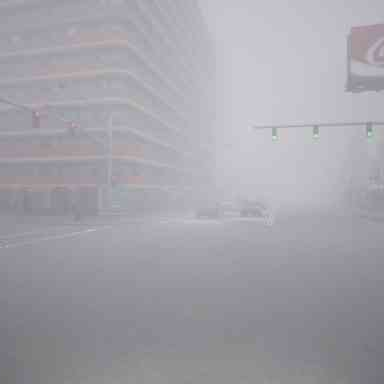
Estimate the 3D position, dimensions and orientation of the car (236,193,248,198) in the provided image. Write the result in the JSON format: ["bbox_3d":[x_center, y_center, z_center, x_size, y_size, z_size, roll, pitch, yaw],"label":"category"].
[{"bbox_3d":[8.013,1.217,54.163,2.150,2.045,5.566,0,1,15],"label":"car"}]

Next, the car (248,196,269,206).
[{"bbox_3d":[8.370,1.525,41.771,1.812,1.442,4.674,0,0,15],"label":"car"}]

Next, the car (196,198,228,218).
[{"bbox_3d":[1.694,1.477,30.151,1.882,1.535,5.008,0,0,15],"label":"car"}]

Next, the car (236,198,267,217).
[{"bbox_3d":[5.754,1.547,31.823,2.033,1.411,5.357,0,0,15],"label":"car"}]

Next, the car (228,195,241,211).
[{"bbox_3d":[4.329,1.477,40.171,1.882,1.535,5.008,0,0,15],"label":"car"}]
